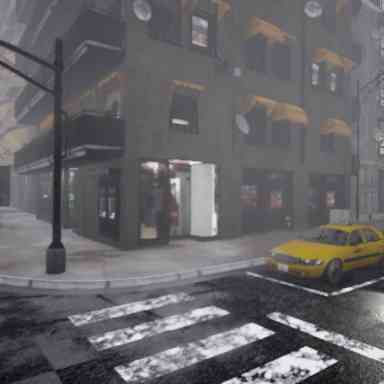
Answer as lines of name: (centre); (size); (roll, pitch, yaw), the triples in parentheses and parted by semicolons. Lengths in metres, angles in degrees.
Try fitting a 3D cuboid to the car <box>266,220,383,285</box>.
car: (4.190, 1.523, 9.541); (4.829, 1.417, 1.752); (0, 1, -36)
